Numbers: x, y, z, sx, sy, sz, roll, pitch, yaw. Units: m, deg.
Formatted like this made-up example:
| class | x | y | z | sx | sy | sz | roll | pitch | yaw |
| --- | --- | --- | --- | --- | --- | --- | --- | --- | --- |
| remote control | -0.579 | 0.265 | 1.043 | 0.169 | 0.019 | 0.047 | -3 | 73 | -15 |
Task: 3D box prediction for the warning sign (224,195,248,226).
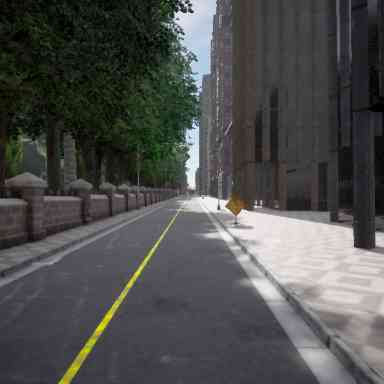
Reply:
| class | x | y | z | sx | sy | sz | roll | pitch | yaw |
| --- | --- | --- | --- | --- | --- | --- | --- | --- | --- |
| warning sign | 2.695 | 1.111 | 20.481 | 1.300 | 1.860 | 1.060 | -1 | -1 | 0 |
